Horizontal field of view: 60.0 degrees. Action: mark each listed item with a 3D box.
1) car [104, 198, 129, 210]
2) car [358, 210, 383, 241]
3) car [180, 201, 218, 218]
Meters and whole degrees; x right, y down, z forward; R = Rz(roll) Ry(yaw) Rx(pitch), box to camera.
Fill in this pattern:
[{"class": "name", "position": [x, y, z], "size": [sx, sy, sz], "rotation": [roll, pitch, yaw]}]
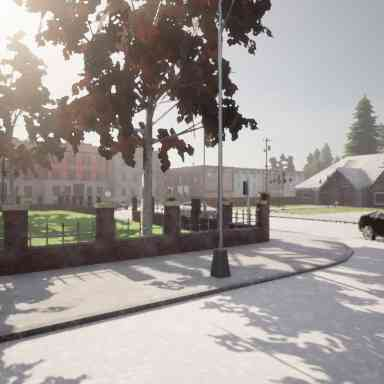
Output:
[{"class": "car", "position": [-9.871, 1.494, 43.319], "size": [2.128, 1.511, 4.902], "rotation": [0, 0, -35]}, {"class": "car", "position": [9.190, 1.491, 14.031], "size": [2.128, 1.511, 4.902], "rotation": [0, 0, -10]}, {"class": "car", "position": [0.557, 1.526, 28.512], "size": [1.812, 1.442, 4.674], "rotation": [0, 0, -36]}]
